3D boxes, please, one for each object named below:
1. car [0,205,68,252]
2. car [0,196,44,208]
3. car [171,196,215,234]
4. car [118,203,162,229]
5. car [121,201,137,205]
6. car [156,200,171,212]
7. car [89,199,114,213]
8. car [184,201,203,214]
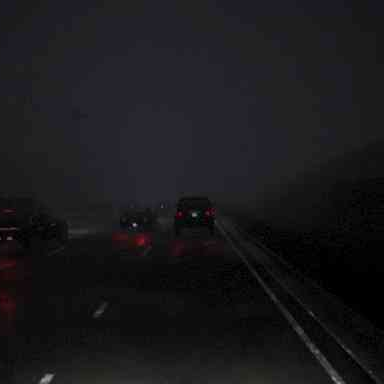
[{"bbox_3d":[-6.889,1.522,14.069,2.128,1.511,4.902,0,0,0],"label":"car"},{"bbox_3d":[-10.363,1.265,19.764,2.150,2.045,5.566,0,0,0],"label":"car"},{"bbox_3d":[0.137,1.264,19.627,2.150,2.045,5.566,0,0,0],"label":"car"},{"bbox_3d":[-3.350,1.648,21.785,1.895,1.301,4.718,0,0,0],"label":"car"},{"bbox_3d":[-6.856,1.681,37.055,1.895,1.301,4.718,0,0,0],"label":"car"},{"bbox_3d":[-3.368,1.649,39.157,1.994,1.385,4.181,0,0,0],"label":"car"},{"bbox_3d":[-10.364,1.561,38.473,1.882,1.535,5.008,0,0,0],"label":"car"},{"bbox_3d":[0.143,1.681,37.043,1.895,1.301,4.718,0,0,0],"label":"car"}]
